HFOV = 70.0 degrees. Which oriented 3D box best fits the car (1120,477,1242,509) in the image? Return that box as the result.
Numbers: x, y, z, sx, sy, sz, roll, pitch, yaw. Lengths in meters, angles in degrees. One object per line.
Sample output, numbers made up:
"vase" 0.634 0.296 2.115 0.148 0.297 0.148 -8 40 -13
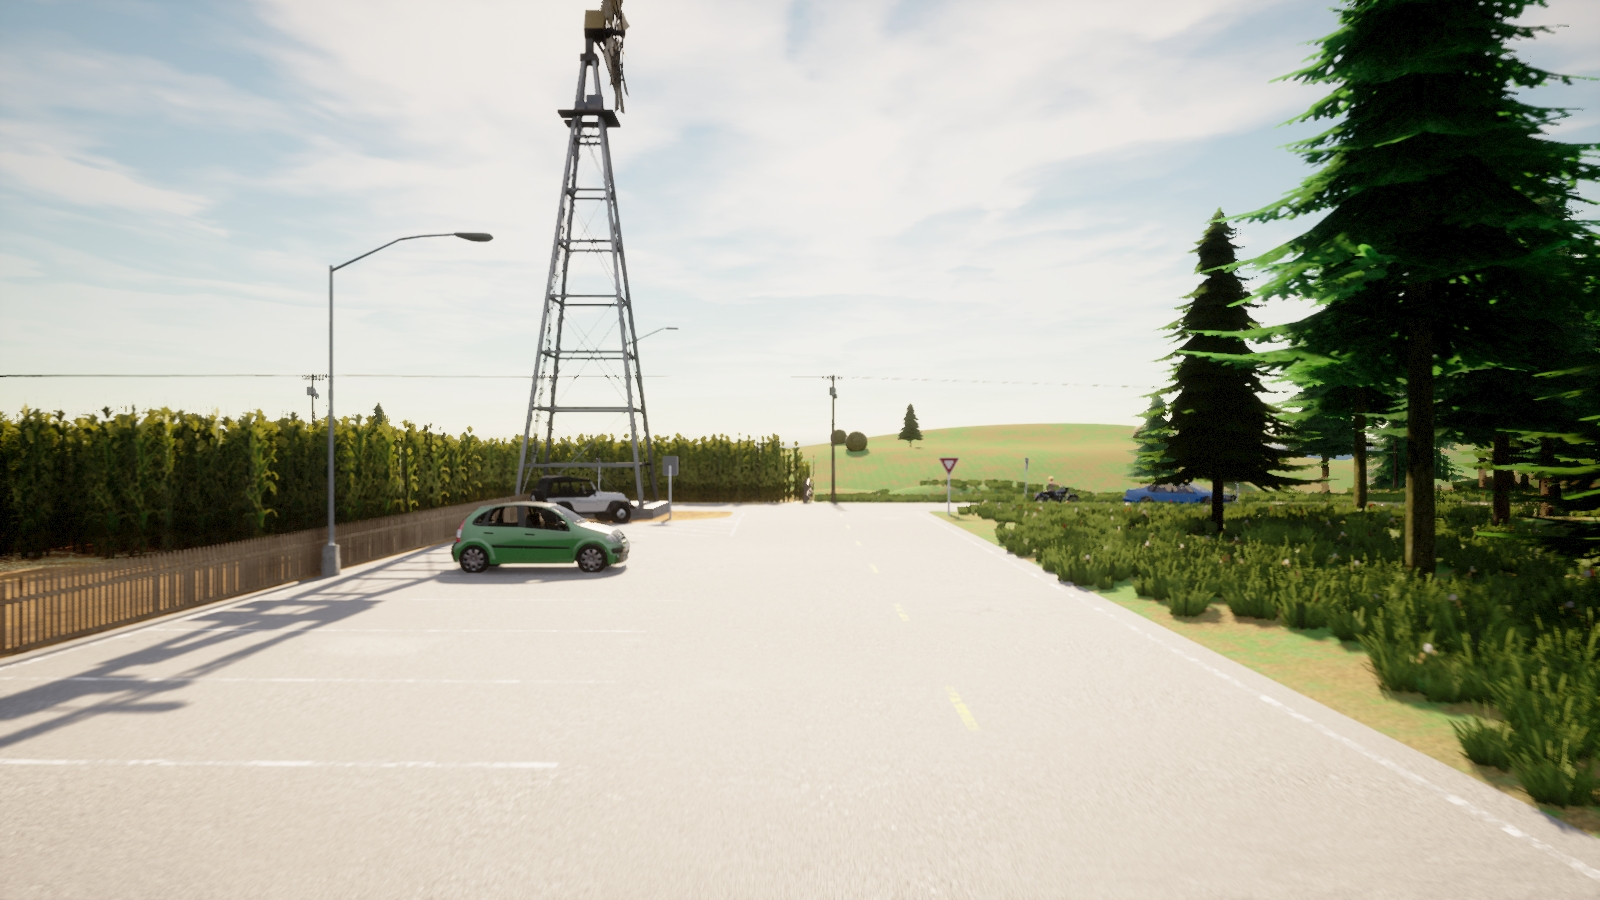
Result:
"car" 18.784 2.106 56.466 5.357 1.411 2.033 0 0 36
